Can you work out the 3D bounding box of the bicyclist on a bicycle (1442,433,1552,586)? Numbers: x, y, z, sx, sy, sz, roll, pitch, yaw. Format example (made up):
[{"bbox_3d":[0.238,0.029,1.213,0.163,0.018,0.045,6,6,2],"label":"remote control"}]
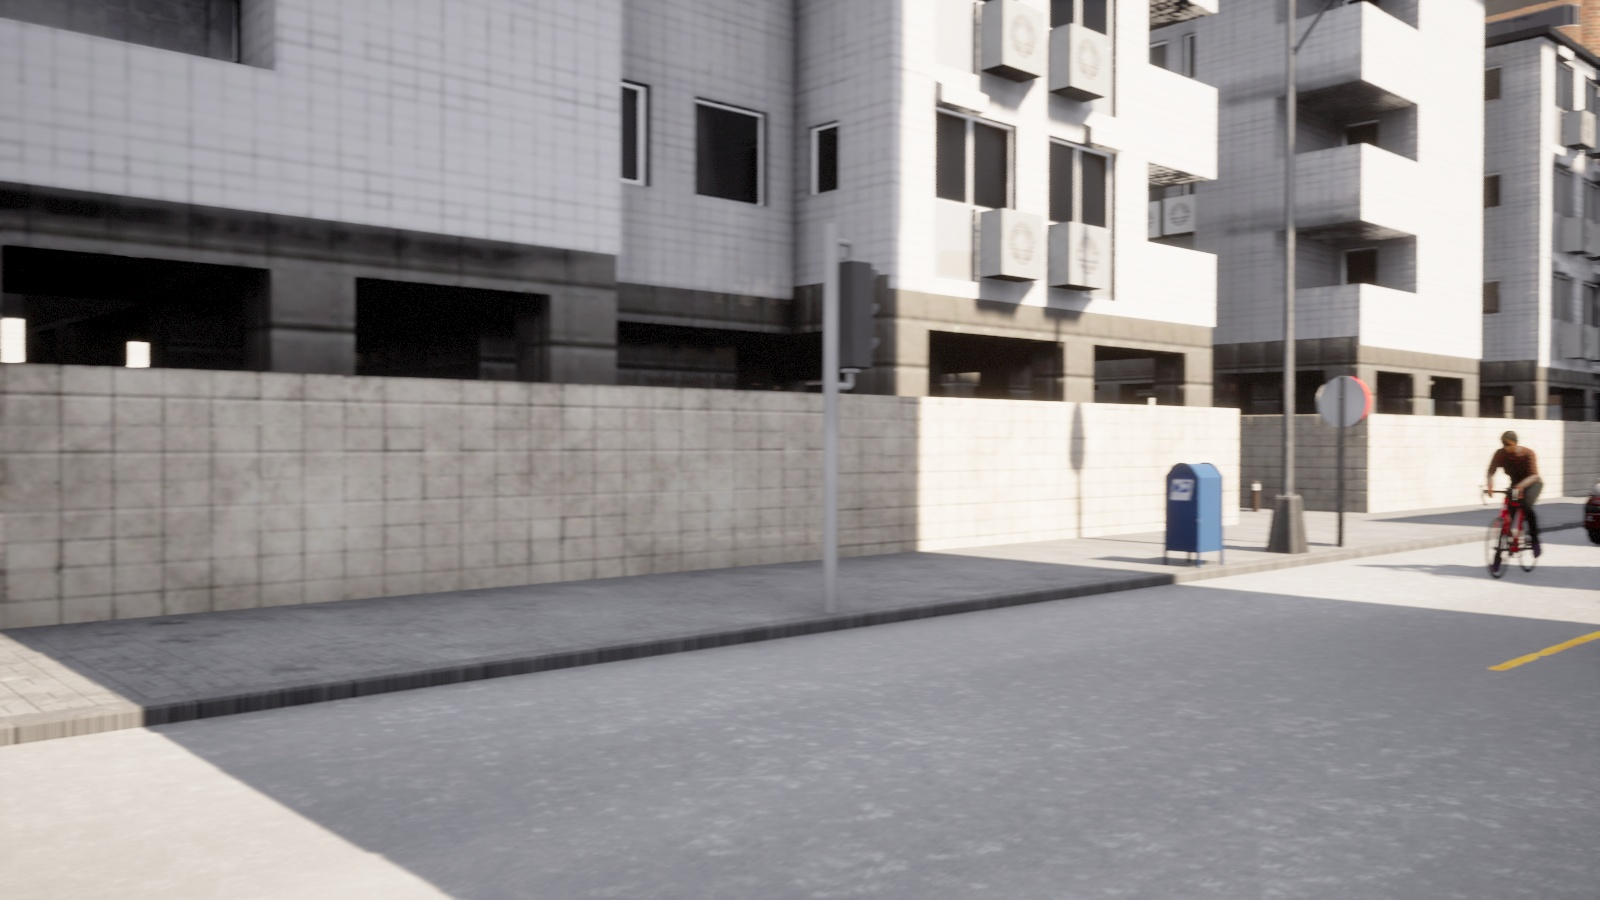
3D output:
[{"bbox_3d":[7.803,0.620,14.038,1.656,1.620,0.582,-1,1,-43],"label":"bicyclist on a bicycle"}]

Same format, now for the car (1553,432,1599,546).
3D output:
[{"bbox_3d":[12.979,0.551,18.820,3.988,1.617,1.851,0,1,-43],"label":"car"}]
